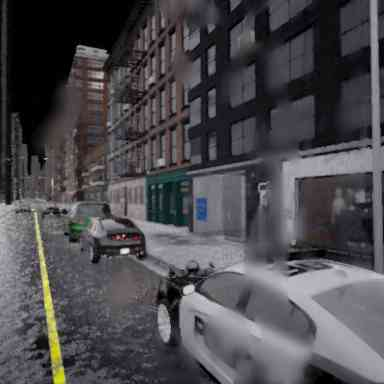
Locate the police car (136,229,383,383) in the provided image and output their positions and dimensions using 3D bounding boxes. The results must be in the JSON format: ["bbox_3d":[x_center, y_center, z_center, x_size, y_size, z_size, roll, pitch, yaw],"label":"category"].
[{"bbox_3d":[1.042,1.483,4.072,1.930,1.638,5.238,0,-1,-26],"label":"police car"}]

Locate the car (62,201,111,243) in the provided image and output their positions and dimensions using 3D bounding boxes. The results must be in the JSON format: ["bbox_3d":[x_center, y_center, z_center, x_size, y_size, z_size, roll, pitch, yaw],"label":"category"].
[{"bbox_3d":[-5.828,1.536,18.436,2.150,2.045,5.566,0,-1,-26],"label":"car"}]

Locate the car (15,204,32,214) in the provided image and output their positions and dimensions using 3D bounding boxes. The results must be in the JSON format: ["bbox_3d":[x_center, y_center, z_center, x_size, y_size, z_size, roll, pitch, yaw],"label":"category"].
[{"bbox_3d":[-24.314,2.420,48.038,1.994,1.385,4.181,0,-1,-26],"label":"car"}]

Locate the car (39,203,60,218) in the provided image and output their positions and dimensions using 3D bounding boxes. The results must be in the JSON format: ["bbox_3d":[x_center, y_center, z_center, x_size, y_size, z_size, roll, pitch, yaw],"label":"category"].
[{"bbox_3d":[-16.437,2.176,38.579,1.837,1.490,4.892,0,-1,-25],"label":"car"}]

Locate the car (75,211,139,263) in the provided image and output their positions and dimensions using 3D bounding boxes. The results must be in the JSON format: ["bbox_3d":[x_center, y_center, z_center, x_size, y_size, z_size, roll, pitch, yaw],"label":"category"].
[{"bbox_3d":[-3.225,1.720,12.992,1.837,1.490,4.892,0,-1,-26],"label":"car"}]
